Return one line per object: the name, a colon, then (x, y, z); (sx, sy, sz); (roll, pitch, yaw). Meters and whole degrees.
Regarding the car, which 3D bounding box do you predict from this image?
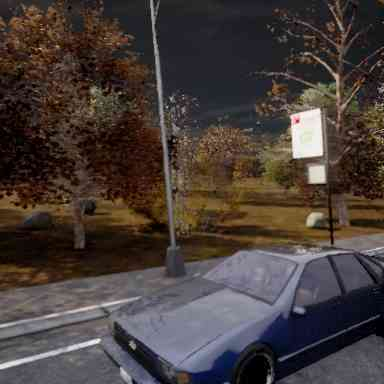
car: (1.472, 1.540, 5.042); (5.357, 1.411, 2.033); (0, 0, -36)
